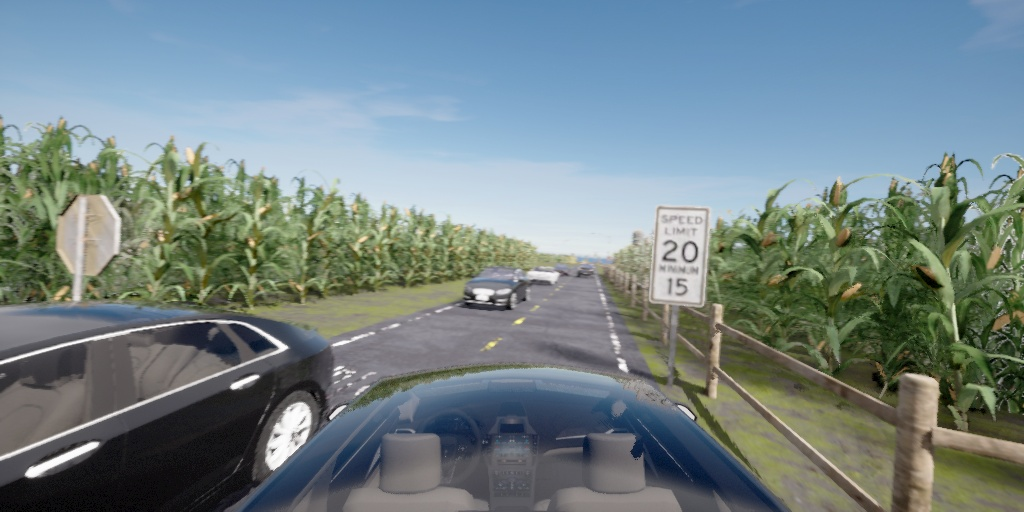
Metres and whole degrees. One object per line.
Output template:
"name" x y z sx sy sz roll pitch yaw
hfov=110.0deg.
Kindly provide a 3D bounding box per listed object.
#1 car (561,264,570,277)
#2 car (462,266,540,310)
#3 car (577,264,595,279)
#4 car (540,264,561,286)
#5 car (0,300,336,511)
"car" 5.905 1.625 42.678 2.033 1.411 5.357 4 0 13
"car" -0.441 1.177 14.525 2.128 1.511 4.902 4 0 13
"car" 8.557 1.739 41.479 2.128 1.511 4.902 4 0 12
"car" 2.340 1.449 27.090 1.895 1.301 4.718 4 0 13
"car" -2.864 1.063 1.729 1.837 1.490 4.892 3 0 5
